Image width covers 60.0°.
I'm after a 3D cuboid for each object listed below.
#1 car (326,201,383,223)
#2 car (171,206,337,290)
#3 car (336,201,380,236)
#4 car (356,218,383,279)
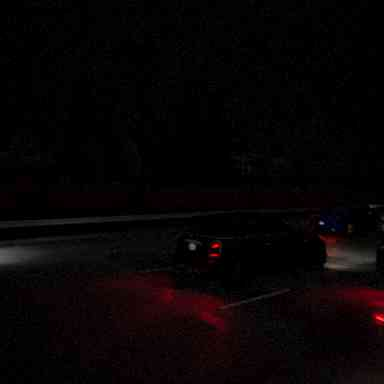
[{"bbox_3d":[12.699,1.477,25.911,5.008,1.535,1.882,0,0,-36],"label":"car"},{"bbox_3d":[1.728,1.352,9.316,4.553,1.767,2.097,0,0,-36],"label":"car"},{"bbox_3d":[8.724,1.477,18.704,5.008,1.535,1.882,0,0,-36],"label":"car"},{"bbox_3d":[6.584,1.492,8.511,4.902,1.511,2.128,0,0,-36],"label":"car"}]
